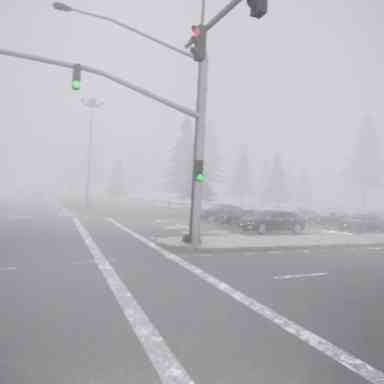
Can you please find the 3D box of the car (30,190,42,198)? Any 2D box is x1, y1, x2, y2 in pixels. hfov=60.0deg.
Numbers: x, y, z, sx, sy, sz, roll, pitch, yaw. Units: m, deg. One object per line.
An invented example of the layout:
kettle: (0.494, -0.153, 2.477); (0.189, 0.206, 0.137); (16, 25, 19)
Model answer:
car: (-30.238, 0.444, 64.721); (1.837, 1.490, 4.892); (3, 0, -25)

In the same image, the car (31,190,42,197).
car: (-34.240, 0.343, 73.187); (2.033, 1.411, 5.357); (3, 0, -25)

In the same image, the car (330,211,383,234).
car: (13.227, 2.405, 25.773); (4.181, 1.385, 1.994); (3, 0, -27)

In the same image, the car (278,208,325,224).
car: (10.640, 2.322, 32.303); (4.181, 1.385, 1.994); (3, 0, -27)

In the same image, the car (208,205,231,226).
car: (3.965, 1.975, 25.102); (4.718, 1.301, 1.895); (3, 0, -26)

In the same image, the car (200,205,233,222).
car: (2.605, 1.806, 28.332); (5.008, 1.535, 1.882); (3, 0, -26)

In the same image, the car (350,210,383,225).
car: (19.844, 2.812, 36.831); (4.181, 1.385, 1.994); (3, 0, -27)

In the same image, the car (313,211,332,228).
car: (12.177, 2.413, 29.153); (4.718, 1.301, 1.895); (3, 0, -26)

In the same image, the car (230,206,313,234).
car: (5.247, 1.920, 21.832); (4.892, 1.490, 1.837); (3, 0, -26)

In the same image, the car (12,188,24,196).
car: (-37.105, 0.001, 71.089); (2.097, 1.767, 4.553); (3, 0, -25)
